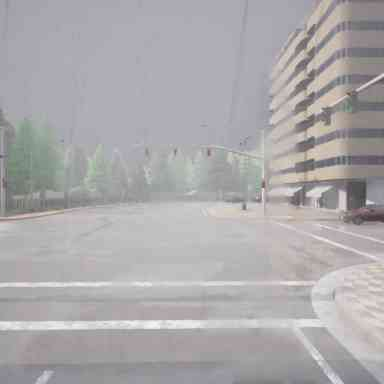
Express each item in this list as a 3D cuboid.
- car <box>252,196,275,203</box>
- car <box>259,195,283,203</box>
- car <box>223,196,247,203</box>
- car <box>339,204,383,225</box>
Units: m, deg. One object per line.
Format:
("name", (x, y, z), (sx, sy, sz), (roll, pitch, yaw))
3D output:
("car", (14.204, 1.526, 67.860), (4.674, 1.442, 1.812), (0, 0, -34))
("car", (17.555, 1.525, 73.762), (4.902, 1.511, 2.128), (0, 0, -23))
("car", (8.891, 1.547, 68.158), (5.357, 1.411, 2.033), (0, 0, -38))
("car", (13.167, 1.581, 24.113), (4.674, 1.442, 1.812), (0, 0, -1))
